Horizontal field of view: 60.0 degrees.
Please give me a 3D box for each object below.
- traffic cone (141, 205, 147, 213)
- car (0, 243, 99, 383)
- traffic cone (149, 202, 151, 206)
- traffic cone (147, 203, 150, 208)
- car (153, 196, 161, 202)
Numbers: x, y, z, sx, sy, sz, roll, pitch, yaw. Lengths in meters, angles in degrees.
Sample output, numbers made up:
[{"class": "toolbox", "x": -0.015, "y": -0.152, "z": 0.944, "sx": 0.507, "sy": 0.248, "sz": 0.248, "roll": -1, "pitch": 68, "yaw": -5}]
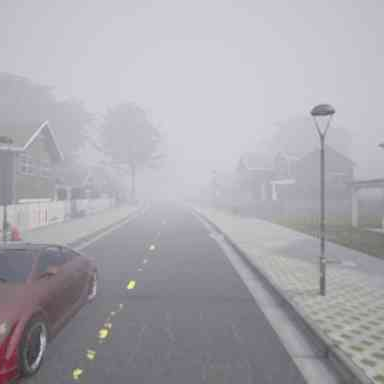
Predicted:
[{"class": "traffic cone", "x": -5.352, "y": 1.949, "z": 36.379, "sx": 0.340, "sy": 0.580, "sz": 0.340, "roll": 0, "pitch": 0, "yaw": -7}, {"class": "car", "x": -2.923, "y": 1.558, "z": 5.319, "sx": 1.994, "sy": 1.385, "sz": 4.181, "roll": 0, "pitch": 0, "yaw": -1}, {"class": "traffic cone", "x": -6.124, "y": 1.971, "z": 46.311, "sx": 0.340, "sy": 0.580, "sz": 0.340, "roll": 0, "pitch": 0, "yaw": -5}, {"class": "traffic cone", "x": -5.674, "y": 1.959, "z": 41.356, "sx": 0.340, "sy": 0.580, "sz": 0.340, "roll": 0, "pitch": 0, "yaw": -5}, {"class": "car", "x": -8.735, "y": 1.684, "z": 82.009, "sx": 2.033, "sy": 1.411, "sz": 5.357, "roll": 0, "pitch": 0, "yaw": -9}]
